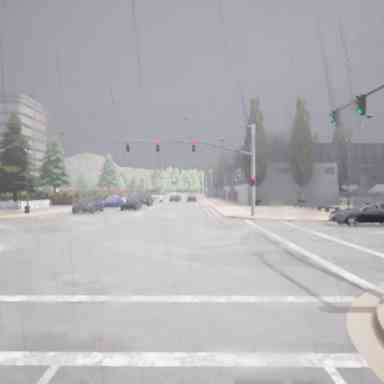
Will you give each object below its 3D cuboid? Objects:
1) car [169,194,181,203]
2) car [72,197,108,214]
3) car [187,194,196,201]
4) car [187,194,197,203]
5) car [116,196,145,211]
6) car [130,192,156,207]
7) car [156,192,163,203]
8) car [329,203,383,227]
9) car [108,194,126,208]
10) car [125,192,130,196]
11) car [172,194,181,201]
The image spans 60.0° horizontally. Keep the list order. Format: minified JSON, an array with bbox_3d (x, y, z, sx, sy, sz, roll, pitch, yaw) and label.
[{"bbox_3d":[-3.555,1.349,66.857,1.837,1.490,4.892,0,0,0],"label":"car"},{"bbox_3d":[-10.686,1.272,34.357,2.097,1.767,4.553,0,0,2],"label":"car"},{"bbox_3d":[-0.064,1.228,77.230,1.994,1.385,4.181,0,0,0],"label":"car"},{"bbox_3d":[-0.055,1.322,66.860,1.882,1.535,5.008,0,0,0],"label":"car"},{"bbox_3d":[-7.116,1.510,39.051,1.895,1.301,4.718,0,0,0],"label":"car"},{"bbox_3d":[-7.115,1.106,48.881,2.150,2.045,5.566,0,0,0],"label":"car"},{"bbox_3d":[-7.062,1.069,66.152,2.150,2.045,5.566,0,0,0],"label":"car"},{"bbox_3d":[11.529,1.441,21.729,4.902,1.511,2.128,0,0,-1],"label":"car"},{"bbox_3d":[-10.626,1.373,44.763,1.882,1.535,5.008,0,0,0],"label":"car"},{"bbox_3d":[-10.583,1.206,62.094,2.097,1.767,4.553,0,0,0],"label":"car"},{"bbox_3d":[-3.564,1.228,77.227,1.994,1.385,4.181,0,0,0],"label":"car"}]
